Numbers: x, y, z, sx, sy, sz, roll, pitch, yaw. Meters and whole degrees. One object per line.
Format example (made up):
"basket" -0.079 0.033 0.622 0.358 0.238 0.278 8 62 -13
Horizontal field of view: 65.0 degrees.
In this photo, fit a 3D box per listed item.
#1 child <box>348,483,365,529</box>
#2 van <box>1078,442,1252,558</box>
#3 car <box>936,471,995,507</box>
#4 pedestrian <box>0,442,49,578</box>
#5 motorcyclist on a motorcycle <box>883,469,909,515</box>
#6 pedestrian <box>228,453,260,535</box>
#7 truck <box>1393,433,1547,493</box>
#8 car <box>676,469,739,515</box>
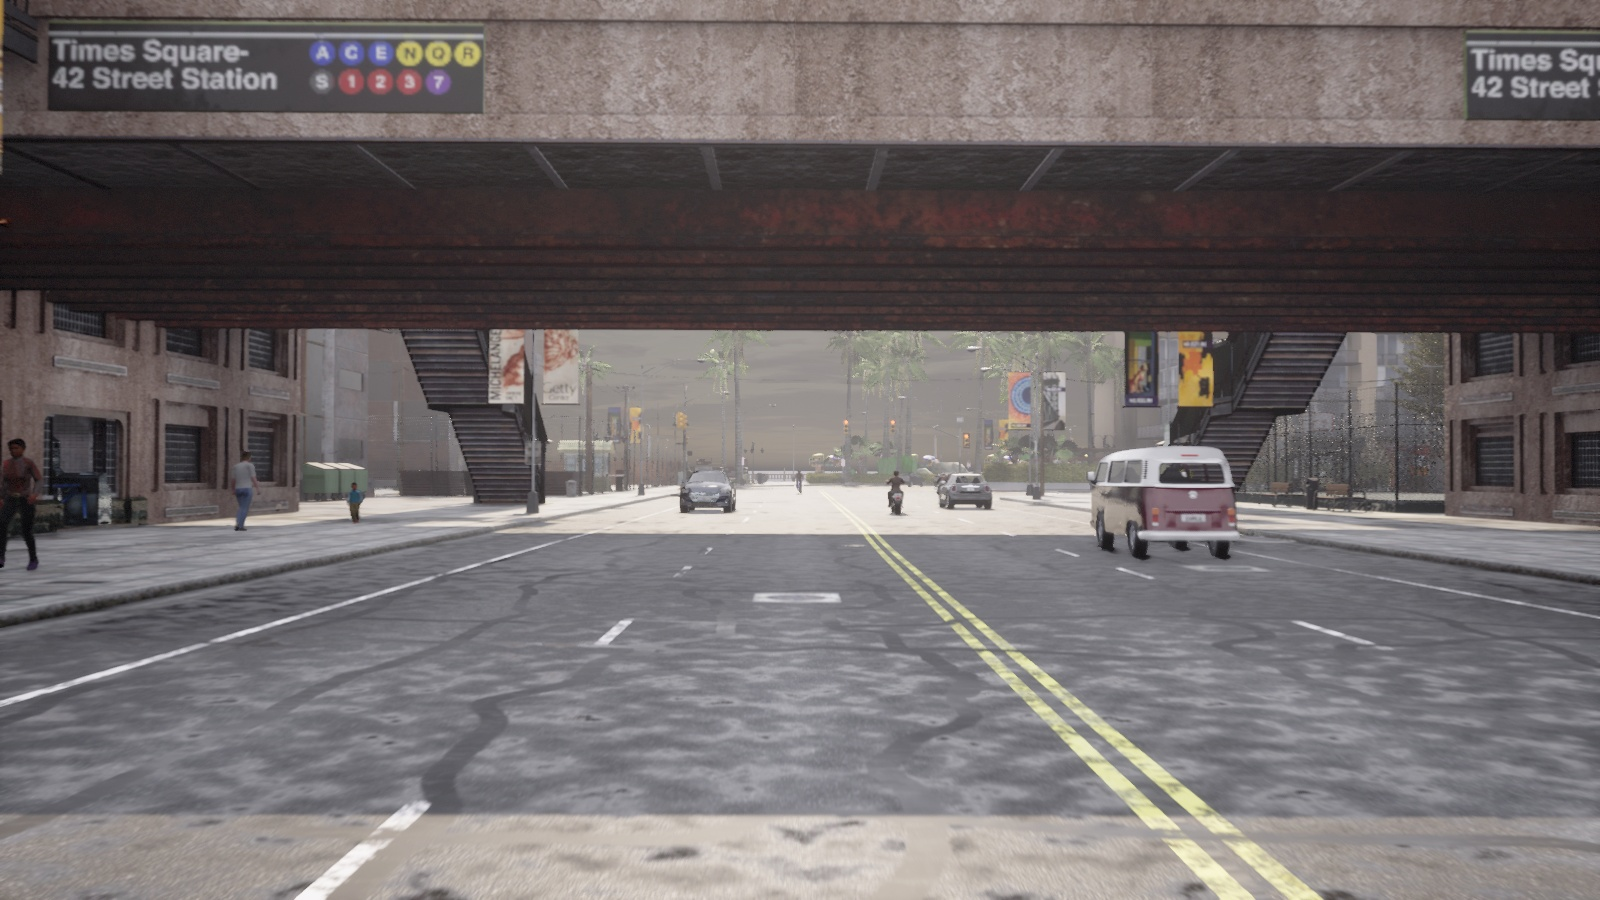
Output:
"child" -11.460 1.441 32.485 0.343 1.192 0.448 0 -1 -10
"van" 6.954 0.920 24.465 2.069 2.038 4.480 0 -1 0
"car" 7.021 1.649 53.571 1.970 1.475 3.806 0 -1 0
"pedestrian" -10.591 0.799 17.047 0.328 1.805 0.869 0 -1 -6
"motorcyclist on a motorcycle" 3.533 1.527 46.371 0.766 1.649 2.350 0 -1 0
"pedestrian" -12.599 0.998 28.471 0.354 1.836 0.706 0 -1 6
"truck" 43.591 0.846 81.848 8.468 3.827 2.891 0 -1 -1
"car" -3.470 1.562 48.009 2.033 1.649 4.856 0 -1 0
